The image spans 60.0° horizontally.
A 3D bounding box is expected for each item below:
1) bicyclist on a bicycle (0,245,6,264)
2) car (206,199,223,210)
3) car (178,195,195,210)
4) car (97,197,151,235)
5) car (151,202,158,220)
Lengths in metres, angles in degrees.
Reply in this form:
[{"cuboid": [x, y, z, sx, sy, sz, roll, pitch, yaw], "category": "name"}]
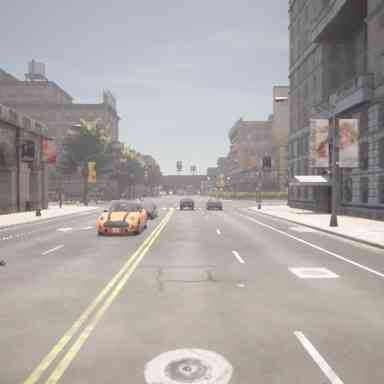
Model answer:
[{"cuboid": [-6.498, 1.455, 10.130, 1.656, 1.620, 0.582, -2, 0, -1], "category": "bicyclist on a bicycle"}, {"cuboid": [2.840, 1.547, 42.890, 2.033, 1.411, 5.357, 0, 0, -1], "category": "car"}, {"cuboid": [-0.656, 1.505, 42.976, 1.837, 1.490, 4.892, 0, 0, -1], "category": "car"}, {"cuboid": [-3.821, 1.352, 18.865, 2.097, 1.767, 4.553, 0, 0, 0], "category": "car"}, {"cuboid": [-3.995, 1.547, 28.613, 2.033, 1.411, 5.357, 0, 0, -1], "category": "car"}]
